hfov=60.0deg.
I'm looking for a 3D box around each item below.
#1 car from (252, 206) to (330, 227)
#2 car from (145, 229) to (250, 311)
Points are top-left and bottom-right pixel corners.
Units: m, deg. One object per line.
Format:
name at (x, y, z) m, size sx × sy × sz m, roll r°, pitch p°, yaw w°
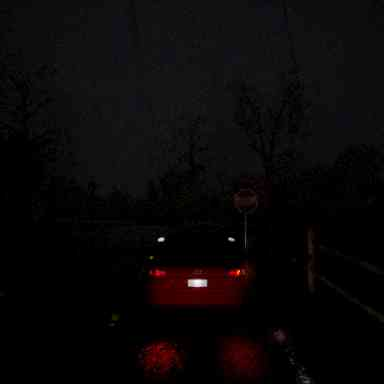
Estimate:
car at (7.199, 1.708, 24.368) m, size 5.357 × 1.411 × 2.033 m, roll 1°, pitch 1°, yaw 0°
car at (0.100, 1.562, 7.821) m, size 1.994 × 1.385 × 4.181 m, roll 0°, pitch 0°, yaw 0°
